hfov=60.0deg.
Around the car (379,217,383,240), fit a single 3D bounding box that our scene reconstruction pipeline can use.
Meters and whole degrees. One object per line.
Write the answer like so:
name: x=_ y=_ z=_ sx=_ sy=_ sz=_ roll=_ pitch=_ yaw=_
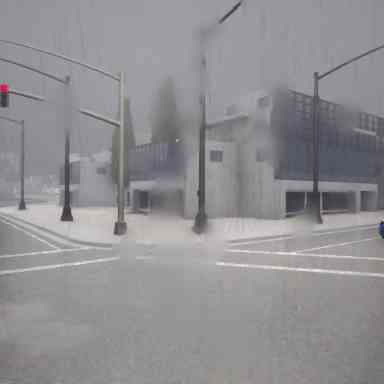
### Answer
car: x=11.071 y=1.301 z=15.736 sx=5.566 sy=2.045 sz=2.150 roll=0 pitch=0 yaw=-37
